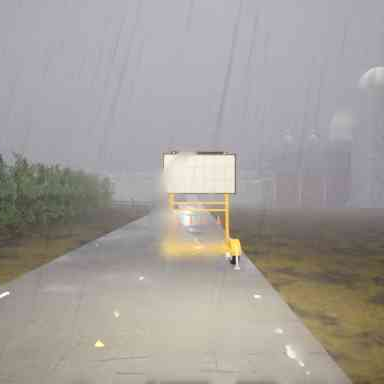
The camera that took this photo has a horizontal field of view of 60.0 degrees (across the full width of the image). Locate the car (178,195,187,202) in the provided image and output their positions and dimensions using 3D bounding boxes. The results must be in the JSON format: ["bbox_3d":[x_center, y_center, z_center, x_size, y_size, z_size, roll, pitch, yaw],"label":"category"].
[{"bbox_3d":[-2.433,1.623,79.863,2.150,2.045,5.566,0,0,0],"label":"car"}]

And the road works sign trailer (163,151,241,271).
[{"bbox_3d":[0.233,0.471,11.020,2.380,3.560,2.880,0,0,-4],"label":"road works sign trailer"}]

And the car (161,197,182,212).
[{"bbox_3d":[-2.686,1.705,41.441,1.994,1.385,4.181,0,0,0],"label":"car"}]
